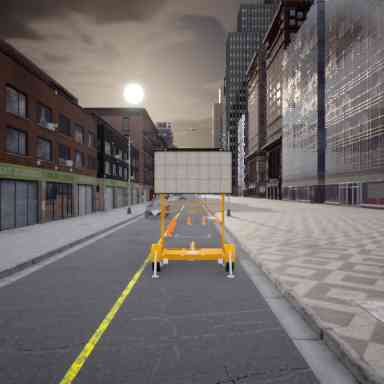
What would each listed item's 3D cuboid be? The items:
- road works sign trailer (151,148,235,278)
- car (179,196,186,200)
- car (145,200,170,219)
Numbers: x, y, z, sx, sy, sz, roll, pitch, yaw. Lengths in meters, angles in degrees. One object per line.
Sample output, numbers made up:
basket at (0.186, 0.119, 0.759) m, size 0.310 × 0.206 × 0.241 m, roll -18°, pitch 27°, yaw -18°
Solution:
road works sign trailer at (0.031, 0.468, 10.171) m, size 2.380 × 3.560 × 2.880 m, roll 0°, pitch 0°, yaw 0°
car at (-2.704, 1.696, 95.214) m, size 1.994 × 1.385 × 4.181 m, roll 0°, pitch 0°, yaw 0°
car at (-3.008, 1.518, 29.482) m, size 2.128 × 1.511 × 4.902 m, roll 0°, pitch 0°, yaw 0°
